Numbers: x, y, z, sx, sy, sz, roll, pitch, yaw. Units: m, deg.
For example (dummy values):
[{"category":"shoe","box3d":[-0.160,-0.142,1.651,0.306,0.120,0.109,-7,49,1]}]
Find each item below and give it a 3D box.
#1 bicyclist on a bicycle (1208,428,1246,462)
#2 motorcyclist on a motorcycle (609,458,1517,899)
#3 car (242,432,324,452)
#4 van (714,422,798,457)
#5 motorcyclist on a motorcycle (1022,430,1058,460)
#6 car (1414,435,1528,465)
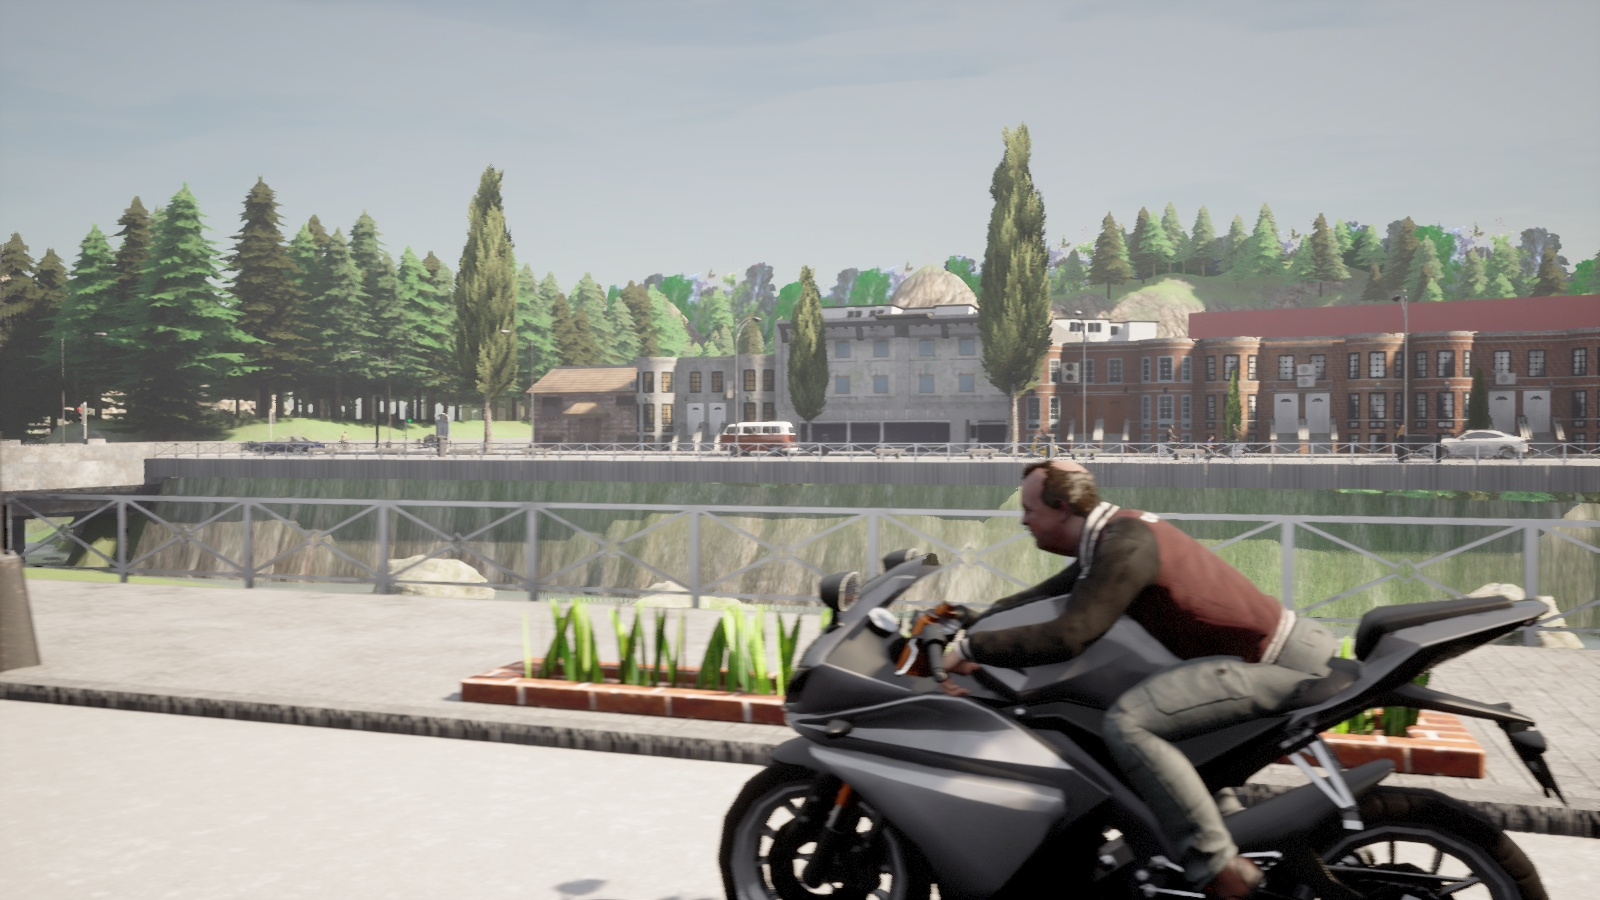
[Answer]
[{"category":"bicyclist on a bicycle","box3d":[22.247,-0.268,65.508,1.843,1.776,0.659,1,1,19]},{"category":"motorcyclist on a motorcycle","box3d":[0.655,0.808,3.501,2.191,1.530,0.866,1,1,19]},{"category":"car","box3d":[-34.577,-0.550,84.054,4.718,1.301,1.895,0,1,8]},{"category":"van","box3d":[-2.595,-0.643,73.855,4.480,2.038,2.069,1,1,19]},{"category":"motorcyclist on a motorcycle","box3d":[13.091,-0.269,68.586,1.817,1.590,0.866,1,1,19]},{"category":"car","box3d":[32.997,-0.015,61.897,4.674,1.442,1.812,1,1,19]}]
